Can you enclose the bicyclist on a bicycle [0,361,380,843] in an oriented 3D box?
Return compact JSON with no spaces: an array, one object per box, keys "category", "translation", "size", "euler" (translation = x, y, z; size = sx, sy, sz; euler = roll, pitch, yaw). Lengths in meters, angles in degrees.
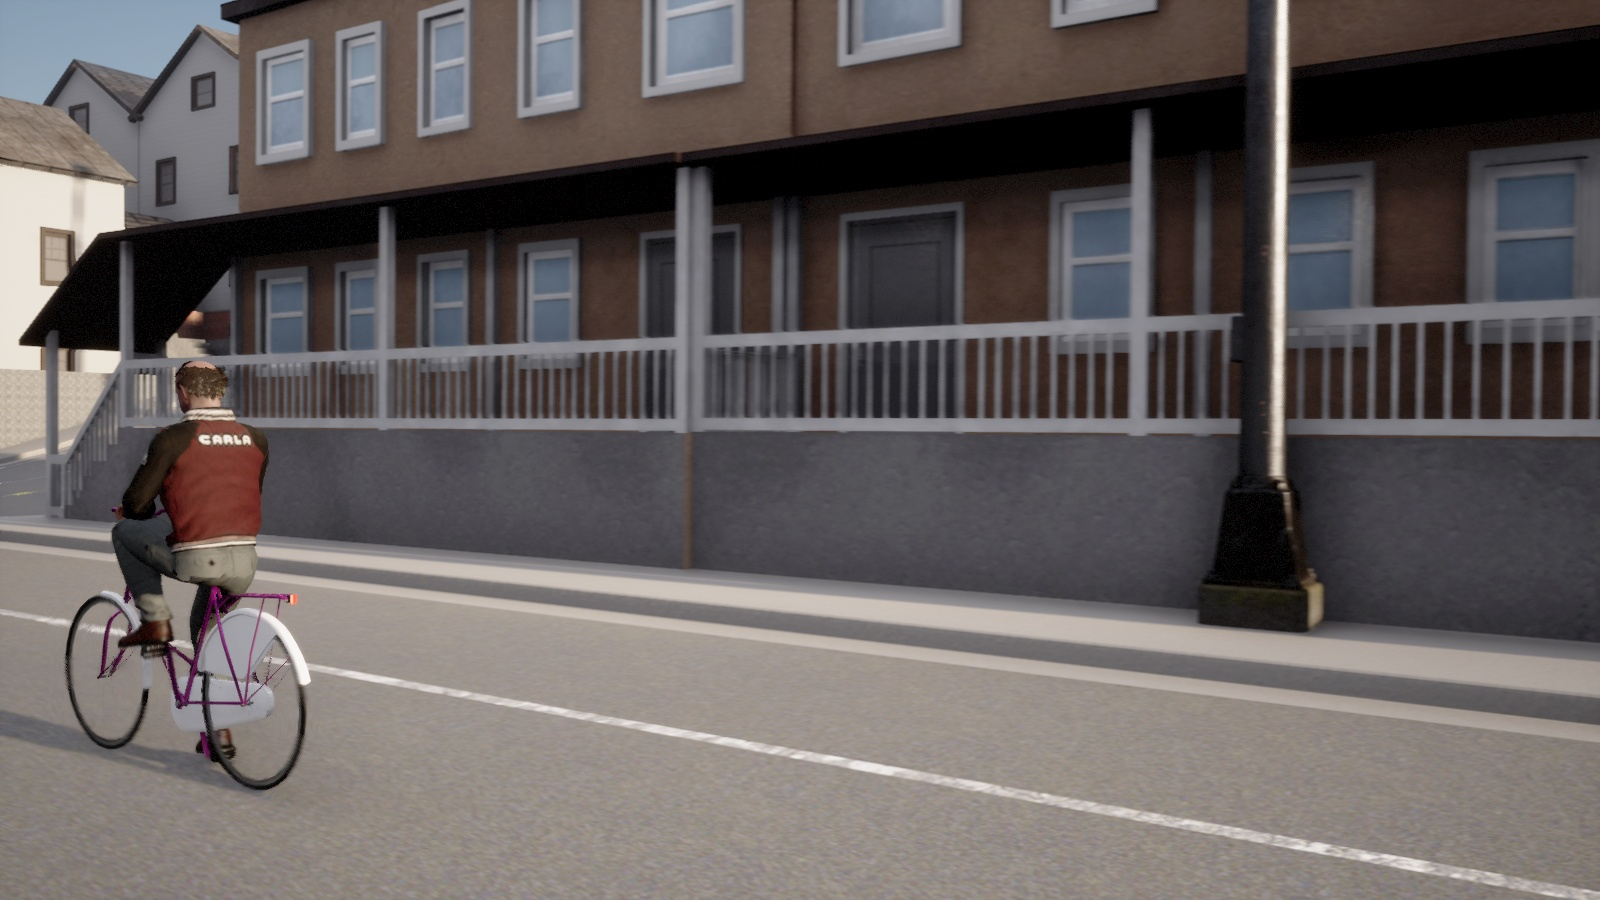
[{"category":"bicyclist on a bicycle","translation":[-2.687,0.552,5.406],"size":[1.843,1.776,0.659],"euler":[0,1,34]}]
